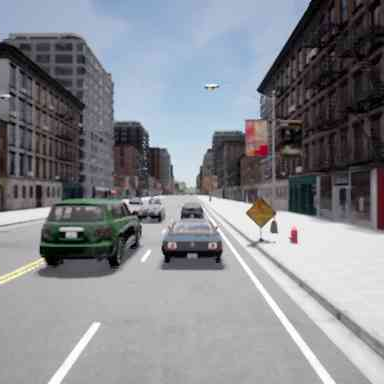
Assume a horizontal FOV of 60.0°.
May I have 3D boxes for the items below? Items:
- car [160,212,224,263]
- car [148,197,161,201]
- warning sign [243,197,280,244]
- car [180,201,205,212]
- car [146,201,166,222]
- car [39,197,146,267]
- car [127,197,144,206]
[{"bbox_3d":[0.036,1.623,12.113,1.895,1.301,4.718,0,0,1],"label":"car"},{"bbox_3d":[-6.568,1.599,58.529,2.128,1.511,4.902,0,0,0],"label":"car"},{"bbox_3d":[2.842,1.140,13.723,1.300,1.860,1.060,0,0,0],"label":"warning sign"},{"bbox_3d":[0.038,1.556,27.732,1.837,1.490,4.892,0,0,1],"label":"car"},{"bbox_3d":[-3.219,1.649,27.102,1.895,1.301,4.718,0,0,1],"label":"car"},{"bbox_3d":[-3.220,1.244,11.622,2.150,2.045,5.566,0,0,1],"label":"car"},{"bbox_3d":[-9.806,1.654,58.125,2.033,1.411,5.357,0,0,1],"label":"car"}]
